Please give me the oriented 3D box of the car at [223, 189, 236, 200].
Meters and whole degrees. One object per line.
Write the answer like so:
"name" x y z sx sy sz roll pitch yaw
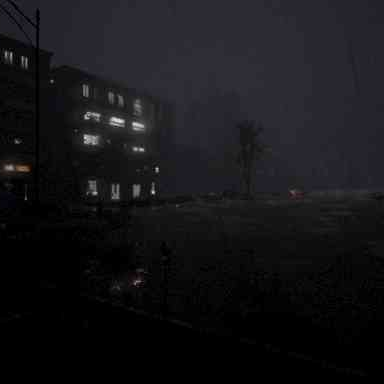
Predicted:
"car" 7.361 0.393 61.126 2.150 2.045 5.566 1 1 35

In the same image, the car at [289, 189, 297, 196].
"car" 22.437 0.359 78.163 2.008 1.369 4.403 2 2 35

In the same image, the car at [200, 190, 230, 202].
"car" 3.419 0.875 50.691 2.008 1.369 4.403 2 2 35

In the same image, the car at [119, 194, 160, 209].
"car" -6.091 1.131 36.954 1.887 1.381 4.507 2 2 35

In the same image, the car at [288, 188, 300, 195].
"car" 27.233 -0.037 88.908 2.097 1.767 4.553 1 1 28

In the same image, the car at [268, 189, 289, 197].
"car" 19.268 0.444 73.586 2.008 1.369 4.403 2 2 35

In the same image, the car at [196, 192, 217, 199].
"car" 2.869 0.648 64.619 1.947 1.339 4.313 2 2 35

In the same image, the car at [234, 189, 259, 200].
"car" 9.856 0.674 59.988 1.752 1.417 4.829 2 2 35

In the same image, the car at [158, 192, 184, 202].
"car" -3.471 0.806 55.461 2.008 1.369 4.403 2 2 35

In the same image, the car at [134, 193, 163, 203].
"car" -6.641 0.908 50.882 1.947 1.339 4.313 2 2 35

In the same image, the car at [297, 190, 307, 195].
"car" 28.778 0.077 87.319 1.967 1.590 4.097 2 2 35

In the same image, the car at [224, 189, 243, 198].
"car" 9.211 0.225 73.770 2.192 1.841 5.009 2 2 35

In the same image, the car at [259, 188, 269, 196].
"car" 18.720 -0.031 87.506 2.192 1.841 5.009 2 2 35

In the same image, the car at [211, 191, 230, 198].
"car" 5.942 0.524 69.057 1.752 1.417 4.829 2 2 35

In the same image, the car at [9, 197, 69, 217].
"car" -12.429 1.327 27.798 1.947 1.339 4.313 2 2 35

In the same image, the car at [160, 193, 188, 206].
"car" -2.921 1.049 41.533 2.008 1.369 4.403 2 2 35

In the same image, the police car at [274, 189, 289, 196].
"police car" 21.792 0.188 80.775 1.930 1.638 5.238 0 1 32

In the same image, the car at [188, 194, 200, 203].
"car" -1.195 0.902 48.772 1.812 1.442 4.674 1 1 35

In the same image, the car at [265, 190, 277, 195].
"car" 21.887 0.113 92.091 1.887 1.381 4.507 2 2 35

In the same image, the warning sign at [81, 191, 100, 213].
"warning sign" -8.813 0.850 28.884 1.300 1.860 1.060 -1 0 35

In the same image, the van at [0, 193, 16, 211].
"van" -19.317 1.034 32.561 1.690 1.788 3.998 2 2 35
